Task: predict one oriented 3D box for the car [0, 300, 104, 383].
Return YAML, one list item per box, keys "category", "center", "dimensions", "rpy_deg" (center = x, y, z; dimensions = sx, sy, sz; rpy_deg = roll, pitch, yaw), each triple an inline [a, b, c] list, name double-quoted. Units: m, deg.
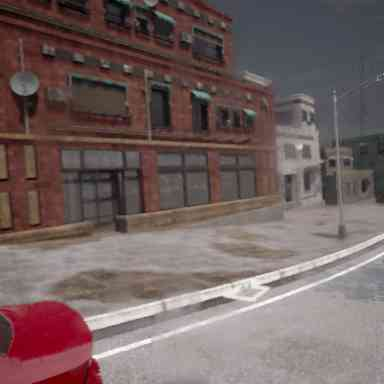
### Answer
- category: "car"
  center: [-3.026, 1.496, 1.752]
  dimensions: [5.008, 1.535, 1.882]
  rpy_deg: [0, 0, -36]
